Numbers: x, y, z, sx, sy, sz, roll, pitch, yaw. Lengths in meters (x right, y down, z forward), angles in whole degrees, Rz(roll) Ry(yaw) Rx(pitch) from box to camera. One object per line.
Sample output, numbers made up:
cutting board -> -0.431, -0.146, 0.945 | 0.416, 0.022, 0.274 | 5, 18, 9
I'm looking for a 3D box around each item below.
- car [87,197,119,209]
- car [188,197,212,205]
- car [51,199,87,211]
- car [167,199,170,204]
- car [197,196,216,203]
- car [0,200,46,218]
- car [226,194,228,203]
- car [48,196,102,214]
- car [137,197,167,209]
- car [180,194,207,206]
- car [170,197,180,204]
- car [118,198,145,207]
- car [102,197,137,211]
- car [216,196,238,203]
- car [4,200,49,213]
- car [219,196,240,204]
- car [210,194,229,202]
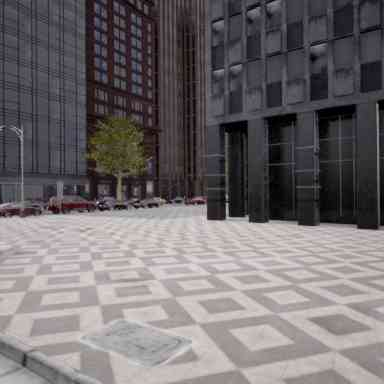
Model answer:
car -> -12.781, 1.485, 48.039 | 1.967, 1.590, 4.097 | -1, 0, 35
car -> 1.477, 1.540, 58.265 | 1.895, 1.301, 4.718 | -1, 0, 34
car -> -15.974, 1.643, 43.393 | 1.802, 1.307, 4.206 | -1, 0, 35
car -> -6.485, 1.545, 57.192 | 1.752, 1.417, 4.829 | -1, 0, 35
car -> 3.198, 1.536, 71.274 | 1.887, 1.381, 4.507 | -1, 0, 35
car -> -15.342, 1.577, 29.267 | 1.802, 1.307, 4.206 | -1, 0, 35
car -> 3.825, 1.223, 57.145 | 2.192, 1.841, 5.009 | -1, 0, 35
car -> -12.149, 1.291, 33.914 | 2.192, 1.841, 5.009 | -1, 0, 35
car -> -5.758, 1.510, 43.205 | 1.947, 1.339, 4.313 | -1, 0, 35
car -> 0.632, 1.463, 52.498 | 1.887, 1.381, 4.507 | -1, 0, 35
car -> -3.193, 1.575, 61.980 | 1.947, 1.339, 4.313 | -1, 0, 35
car -> -9.583, 1.614, 52.686 | 1.802, 1.307, 4.206 | -1, 0, 35
car -> -8.952, 1.525, 38.559 | 1.947, 1.339, 4.313 | -1, 0, 35
car -> 7.138, 1.470, 66.496 | 2.033, 1.411, 5.357 | -1, 0, 35
car -> -19.169, 1.643, 38.746 | 1.947, 1.339, 4.313 | -1, 0, 35
car -> 7.022, 1.464, 61.790 | 1.947, 1.339, 4.313 | -1, 0, 35
car -> 6.392, 1.297, 75.922 | 2.192, 1.841, 5.009 | -1, 0, 35
